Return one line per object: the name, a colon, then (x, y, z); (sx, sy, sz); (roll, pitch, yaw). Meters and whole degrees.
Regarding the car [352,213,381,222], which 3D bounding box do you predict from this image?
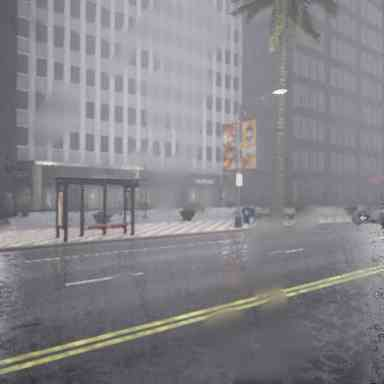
car: (11.842, 1.358, 20.544); (4.181, 1.385, 1.994); (0, 0, -29)
